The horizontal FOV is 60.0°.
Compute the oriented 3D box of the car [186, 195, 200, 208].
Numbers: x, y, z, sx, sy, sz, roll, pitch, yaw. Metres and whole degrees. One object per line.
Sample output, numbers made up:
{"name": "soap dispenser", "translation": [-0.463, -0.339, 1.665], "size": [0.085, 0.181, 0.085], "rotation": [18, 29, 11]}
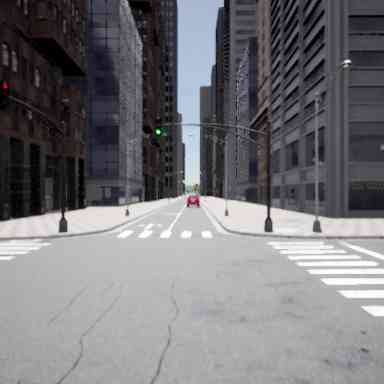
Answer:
{"name": "car", "translation": [0.221, 1.534, 56.136], "size": [2.150, 2.045, 5.566], "rotation": [0, 0, 0]}
